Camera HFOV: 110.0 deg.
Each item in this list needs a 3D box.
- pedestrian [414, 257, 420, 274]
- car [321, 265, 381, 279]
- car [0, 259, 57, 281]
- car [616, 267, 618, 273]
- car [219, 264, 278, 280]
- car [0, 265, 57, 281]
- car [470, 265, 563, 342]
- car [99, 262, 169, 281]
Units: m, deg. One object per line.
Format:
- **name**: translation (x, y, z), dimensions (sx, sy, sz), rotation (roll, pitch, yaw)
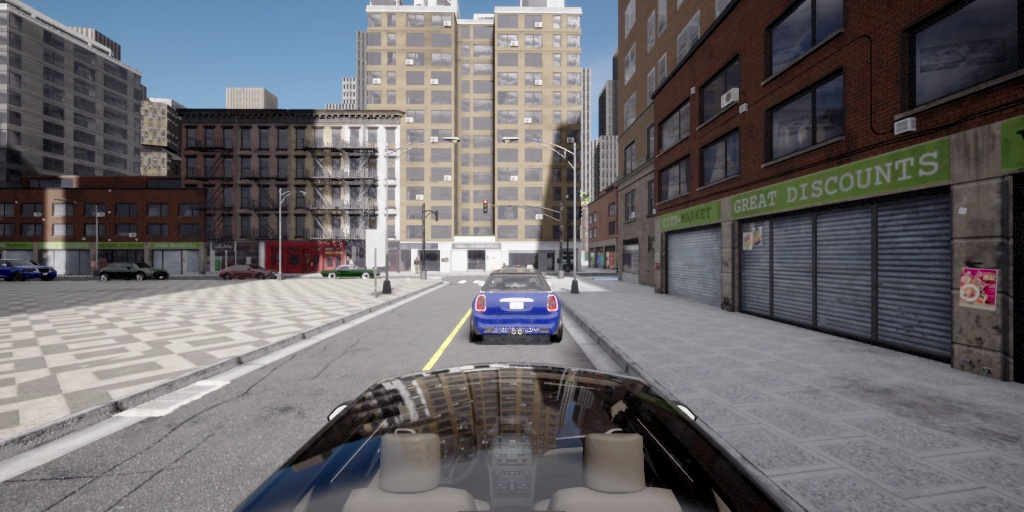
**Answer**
- **pedestrian**: translation (-10.204, 0.969, 38.220), dimensions (0.375, 1.860, 0.375), rotation (0, 0, -1)
- **car**: translation (-14.235, 1.442, 31.926), dimensions (4.718, 1.301, 1.895), rotation (0, 0, -1)
- **car**: translation (-43.875, 1.256, 31.562), dimensions (5.566, 2.045, 2.150), rotation (0, 0, 0)
- **car**: translation (12.844, 1.118, 35.508), dimensions (4.892, 1.490, 1.837), rotation (-1, 0, -1)
- **car**: translation (-23.305, 1.433, 31.818), dimensions (4.674, 1.442, 1.812), rotation (0, 0, -1)
- **car**: translation (-47.360, 1.625, 34.668), dimensions (4.181, 1.385, 1.994), rotation (0, 0, -1)
- **car**: translation (0.095, 1.101, 9.941), dimensions (2.097, 1.767, 4.553), rotation (0, 0, 0)
- **car**: translation (-33.254, 1.324, 31.670), dimensions (4.553, 1.767, 2.097), rotation (0, 0, -1)
